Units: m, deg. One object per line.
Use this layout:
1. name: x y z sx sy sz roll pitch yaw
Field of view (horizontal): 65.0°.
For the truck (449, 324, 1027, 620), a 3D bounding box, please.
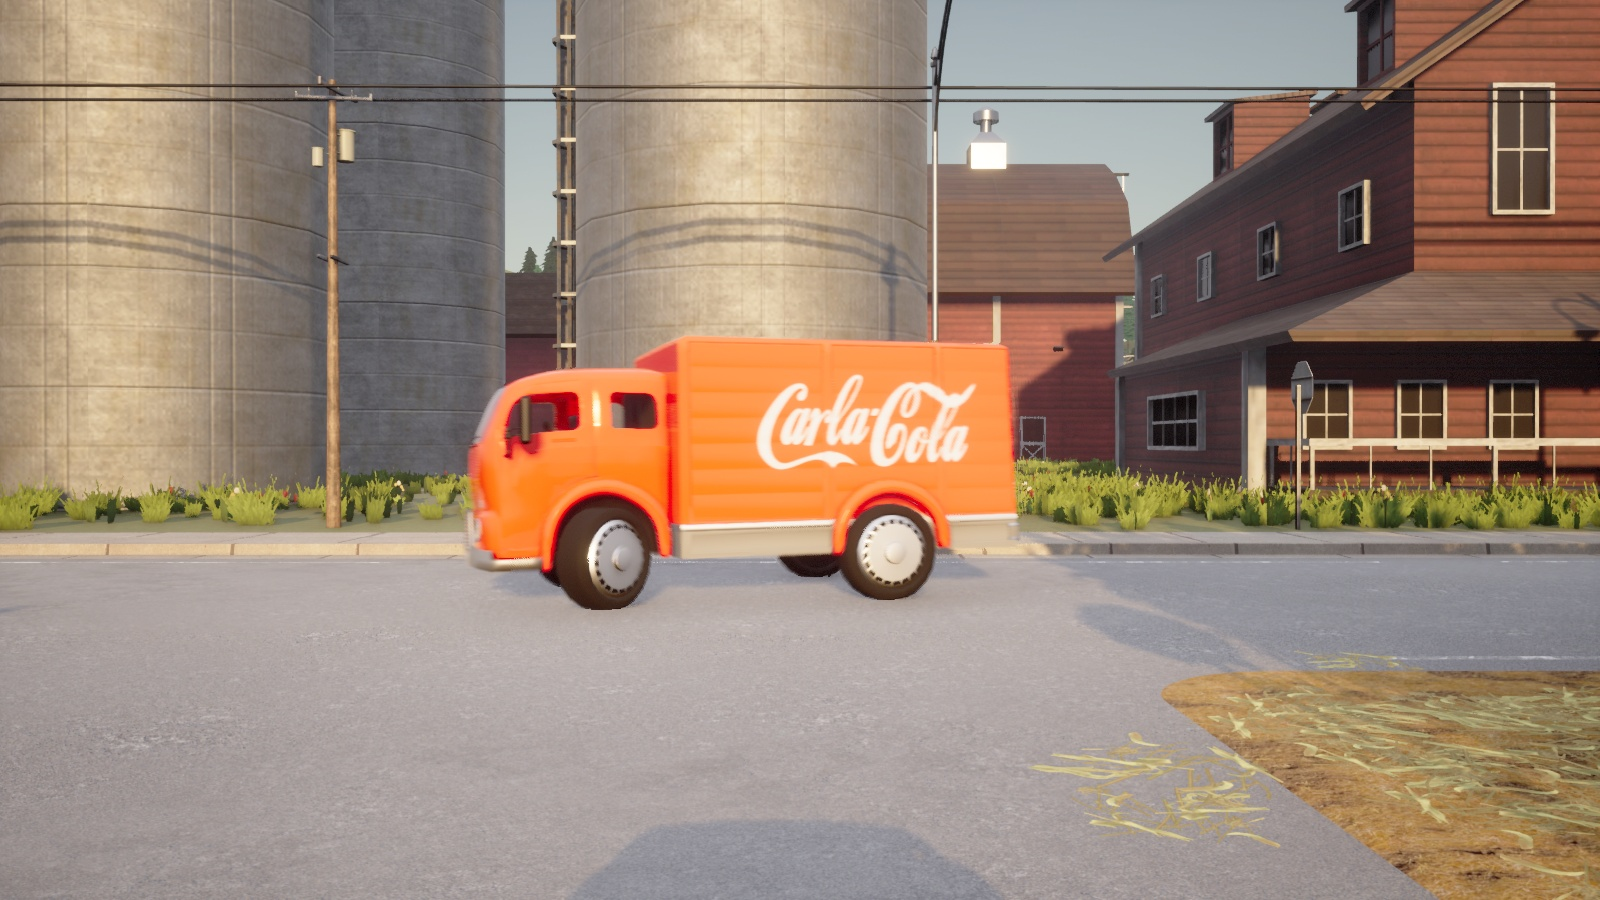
1. truck: -0.715 0.181 12.551 5.204 2.467 2.627 -1 -1 -19
